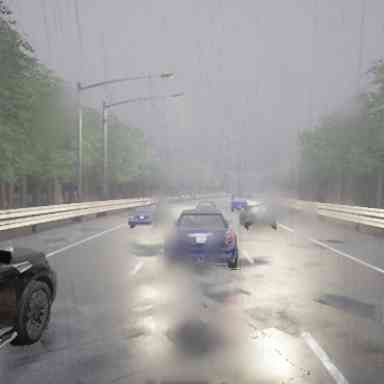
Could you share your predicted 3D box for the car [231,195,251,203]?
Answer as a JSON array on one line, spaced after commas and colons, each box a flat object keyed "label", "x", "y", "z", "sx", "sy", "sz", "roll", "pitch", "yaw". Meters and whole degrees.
[{"label": "car", "x": 5.523, "y": 1.425, "z": 38.928, "sx": 1.882, "sy": 1.535, "sz": 5.008, "roll": 0, "pitch": 0, "yaw": 6}]

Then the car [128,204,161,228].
[{"label": "car", "x": -2.747, "y": 1.512, "z": 21.654, "sx": 2.033, "sy": 1.411, "sz": 5.357, "roll": 0, "pitch": 0, "yaw": 3}]

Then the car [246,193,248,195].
[{"label": "car", "x": 11.324, "y": 1.464, "z": 77.659, "sx": 1.895, "sy": 1.301, "sz": 4.718, "roll": 0, "pitch": 0, "yaw": 12}]

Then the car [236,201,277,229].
[{"label": "car", "x": 4.147, "y": 1.536, "z": 21.365, "sx": 1.994, "sy": 1.385, "sz": 4.181, "roll": 0, "pitch": 0, "yaw": 3}]

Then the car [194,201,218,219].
[{"label": "car", "x": 1.285, "y": 1.521, "z": 29.332, "sx": 1.994, "sy": 1.385, "sz": 4.181, "roll": 0, "pitch": 0, "yaw": 4}]

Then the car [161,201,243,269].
[{"label": "car", "x": 0.329, "y": 1.335, "z": 11.315, "sx": 2.097, "sy": 1.767, "sz": 4.553, "roll": 0, "pitch": 0, "yaw": 2}]

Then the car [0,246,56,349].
[{"label": "car", "x": -3.353, "y": 1.213, "z": 3.196, "sx": 2.150, "sy": 2.045, "sz": 5.566, "roll": 0, "pitch": 0, "yaw": 1}]

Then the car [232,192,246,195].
[{"label": "car", "x": 8.245, "y": 1.124, "z": 60.321, "sx": 2.150, "sy": 2.045, "sz": 5.566, "roll": 0, "pitch": 0, "yaw": 9}]
